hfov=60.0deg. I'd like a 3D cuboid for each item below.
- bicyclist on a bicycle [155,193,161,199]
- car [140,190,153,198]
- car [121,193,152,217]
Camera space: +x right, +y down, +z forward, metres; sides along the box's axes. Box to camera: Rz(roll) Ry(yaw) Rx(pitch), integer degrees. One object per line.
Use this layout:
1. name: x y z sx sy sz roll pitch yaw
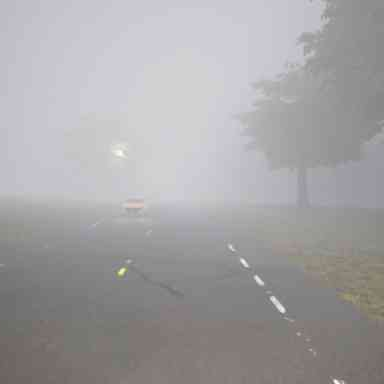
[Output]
1. bicyclist on a bicycle: -8.528 0.963 86.790 0.866 1.612 1.509 1 -1 -12
2. car: -9.337 0.607 67.791 2.150 2.045 5.566 1 0 -10
3. car: -4.614 1.134 27.392 1.882 1.535 5.008 1 1 -4
